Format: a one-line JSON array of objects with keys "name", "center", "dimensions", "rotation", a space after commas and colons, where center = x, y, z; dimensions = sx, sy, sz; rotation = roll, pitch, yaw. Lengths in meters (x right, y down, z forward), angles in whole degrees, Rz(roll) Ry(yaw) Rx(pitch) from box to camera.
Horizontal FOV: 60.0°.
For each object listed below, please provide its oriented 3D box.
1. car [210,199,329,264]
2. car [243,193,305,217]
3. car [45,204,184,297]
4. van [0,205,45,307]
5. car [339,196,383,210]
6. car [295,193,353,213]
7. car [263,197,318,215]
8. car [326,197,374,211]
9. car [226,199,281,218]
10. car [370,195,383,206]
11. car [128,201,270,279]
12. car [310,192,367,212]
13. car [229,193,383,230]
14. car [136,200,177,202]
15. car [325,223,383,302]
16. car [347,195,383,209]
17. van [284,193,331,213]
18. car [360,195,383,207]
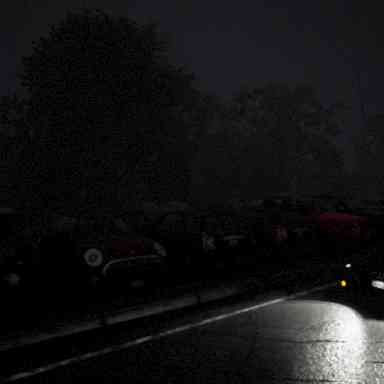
[{"name": "car", "center": [2.139, 1.317, 12.006], "dimensions": [2.185, 1.767, 4.553], "rotation": [0, 0, -36]}, {"name": "car", "center": [7.760, 1.133, 32.182], "dimensions": [2.435, 2.045, 5.566], "rotation": [0, 0, -36]}, {"name": "car", "center": [-2.457, 1.338, 8.794], "dimensions": [2.185, 1.767, 4.553], "rotation": [0, 0, -36]}, {"name": "van", "center": [-4.651, 1.248, 7.043], "dimensions": [1.878, 1.987, 4.442], "rotation": [0, 0, -36]}, {"name": "car", "center": [21.347, 1.332, 41.830], "dimensions": [2.163, 1.488, 4.792], "rotation": [0, 0, -36]}, {"name": "car", "center": [14.533, 1.102, 37.027], "dimensions": [2.435, 2.045, 5.566], "rotation": [0, 0, -36]}, {"name": "car", "center": [9.928, 1.371, 33.926], "dimensions": [1.946, 1.575, 5.366], "rotation": [0, 0, -36]}, {"name": "car", "center": [19.049, 1.351, 40.258], "dimensions": [2.163, 1.488, 4.792], "rotation": [0, 0, -36]}, {"name": "car", "center": [5.537, 1.424, 30.521], "dimensions": [2.163, 1.488, 4.792], "rotation": [0, 0, -36]}, {"name": "car", "center": [28.105, 1.220, 46.693], "dimensions": [2.231, 1.521, 4.892], "rotation": [-1, 0, -36]}, {"name": "car", "center": [-0.141, 1.328, 10.374], "dimensions": [2.185, 1.767, 4.553], "rotation": [0, 0, -36]}, {"name": "car", "center": [16.825, 1.087, 38.596], "dimensions": [2.435, 2.045, 5.566], "rotation": [0, 0, -36]}, {"name": "car", "center": [4.417, 1.181, 13.639], "dimensions": [2.435, 2.045, 5.566], "rotation": [0, 0, -36]}, {"name": "car", "center": [-3.514, 1.437, 24.089], "dimensions": [2.231, 1.521, 4.892], "rotation": [0, 0, -36]}, {"name": "car", "center": [5.101, 1.532, 7.323], "dimensions": [4.181, 1.385, 1.994], "rotation": [0, 0, -35]}, {"name": "car", "center": [23.477, 1.273, 43.616], "dimensions": [1.946, 1.575, 5.366], "rotation": [-1, 0, -36]}, {"name": "van", "center": [12.224, 1.138, 35.483], "dimensions": [1.878, 1.987, 4.442], "rotation": [0, 0, -36]}, {"name": "car", "center": [25.846, 1.249, 45.077], "dimensions": [2.097, 1.535, 5.008], "rotation": [-1, 0, -36]}]
